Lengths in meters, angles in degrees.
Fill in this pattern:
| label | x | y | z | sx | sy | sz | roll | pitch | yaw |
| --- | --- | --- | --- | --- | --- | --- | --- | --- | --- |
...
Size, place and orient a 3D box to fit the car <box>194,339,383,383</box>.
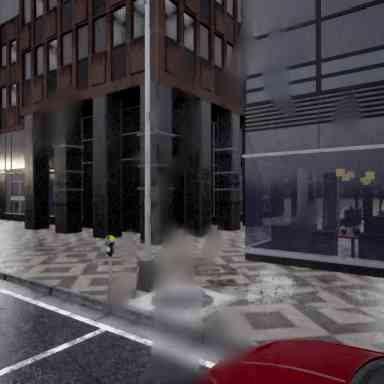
| label | x | y | z | sx | sy | sz | roll | pitch | yaw |
| --- | --- | --- | --- | --- | --- | --- | --- | --- | --- |
| car | 1.961 | 1.545 | 1.563 | 4.507 | 1.381 | 1.887 | 0 | 0 | 36 |
